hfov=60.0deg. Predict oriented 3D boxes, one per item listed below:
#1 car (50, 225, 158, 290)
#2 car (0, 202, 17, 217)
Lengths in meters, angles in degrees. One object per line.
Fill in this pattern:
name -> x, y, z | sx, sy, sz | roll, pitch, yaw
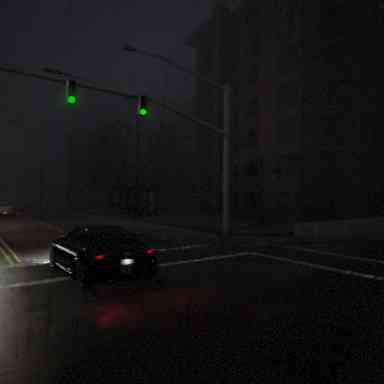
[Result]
car -> -2.662, 1.637, 9.513 | 1.994, 1.385, 4.181 | 1, -1, -35
car -> -18.061, 1.651, 31.746 | 1.812, 1.442, 4.674 | 1, 0, -35
